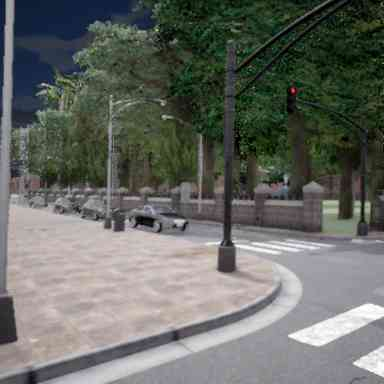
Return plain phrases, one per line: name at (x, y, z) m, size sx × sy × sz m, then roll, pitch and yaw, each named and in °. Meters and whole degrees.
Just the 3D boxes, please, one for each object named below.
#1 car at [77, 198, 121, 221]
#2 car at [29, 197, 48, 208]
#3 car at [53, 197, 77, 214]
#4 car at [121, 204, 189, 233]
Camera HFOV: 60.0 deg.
car at (-7.420, 1.353, 27.207) m, size 2.097 × 1.767 × 4.553 m, roll 2°, pitch -1°, yaw -36°
car at (-21.888, 1.461, 47.412) m, size 2.128 × 1.511 × 4.902 m, roll 2°, pitch -1°, yaw -36°
car at (-13.104, 1.347, 35.104) m, size 2.097 × 1.767 × 4.553 m, roll 2°, pitch -1°, yaw -36°
car at (-2.065, 1.498, 19.784) m, size 2.128 × 1.511 × 4.902 m, roll 2°, pitch -1°, yaw -36°
